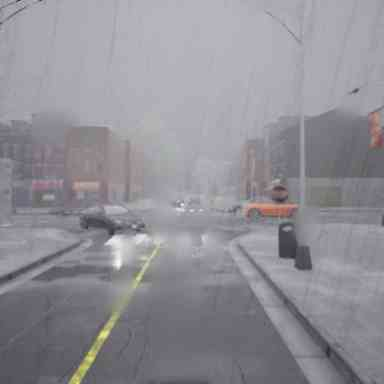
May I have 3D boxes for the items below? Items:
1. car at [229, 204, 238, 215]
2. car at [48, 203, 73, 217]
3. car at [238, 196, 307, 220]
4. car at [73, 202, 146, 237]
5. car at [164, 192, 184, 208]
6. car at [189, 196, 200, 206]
[{"bbox_3d":[5.996,1.388,31.475,5.008,1.535,1.882,-1,-1,-1],"label":"car"},{"bbox_3d":[-10.349,1.598,30.678,5.357,1.411,2.033,0,-1,0],"label":"car"},{"bbox_3d":[6.081,1.136,24.780,4.553,1.767,2.097,-1,-1,0],"label":"car"},{"bbox_3d":[-4.309,1.342,17.622,1.812,1.442,4.674,-1,2,-43],"label":"car"},{"bbox_3d":[-2.546,1.180,44.697,2.097,1.767,4.553,0,0,0],"label":"car"},{"bbox_3d":[0.372,1.345,51.650,2.033,1.411,5.357,0,0,0],"label":"car"}]
